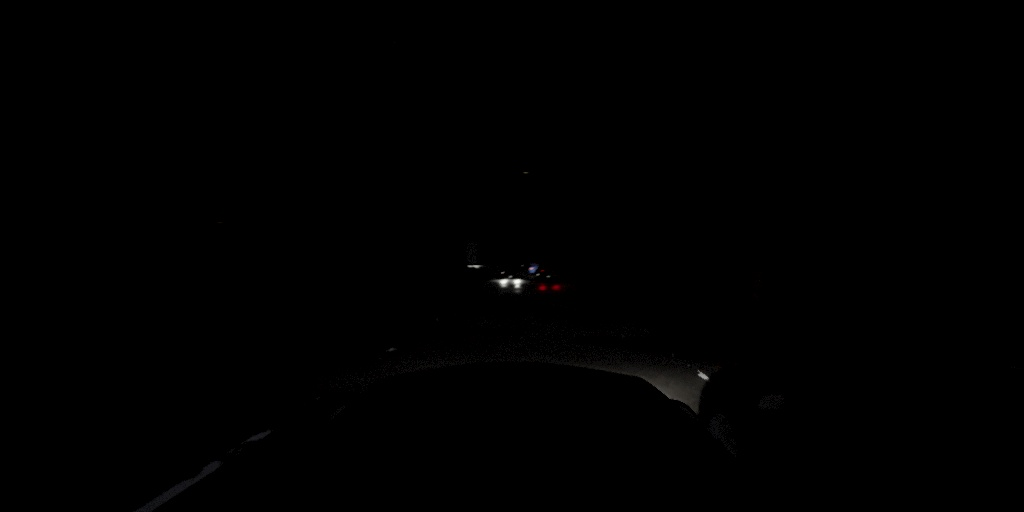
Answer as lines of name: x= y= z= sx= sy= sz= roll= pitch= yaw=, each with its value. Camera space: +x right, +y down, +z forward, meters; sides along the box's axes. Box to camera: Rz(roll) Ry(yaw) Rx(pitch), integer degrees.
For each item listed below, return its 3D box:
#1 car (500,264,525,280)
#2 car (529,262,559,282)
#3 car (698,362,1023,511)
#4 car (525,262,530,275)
car: x=-0.184 y=1.434 z=34.239 sx=2.033 sy=1.411 sz=5.357 roll=1 pitch=0 yaw=-1
car: x=2.987 y=1.460 z=31.856 sx=2.128 sy=1.511 sz=4.902 roll=1 pitch=0 yaw=-1
car: x=2.732 y=1.328 z=1.754 sx=1.837 sy=1.490 sz=4.892 roll=1 pitch=-1 yaw=3
car: x=2.404 y=1.449 z=42.922 sx=2.033 sy=1.411 sz=5.357 roll=1 pitch=0 yaw=-8
